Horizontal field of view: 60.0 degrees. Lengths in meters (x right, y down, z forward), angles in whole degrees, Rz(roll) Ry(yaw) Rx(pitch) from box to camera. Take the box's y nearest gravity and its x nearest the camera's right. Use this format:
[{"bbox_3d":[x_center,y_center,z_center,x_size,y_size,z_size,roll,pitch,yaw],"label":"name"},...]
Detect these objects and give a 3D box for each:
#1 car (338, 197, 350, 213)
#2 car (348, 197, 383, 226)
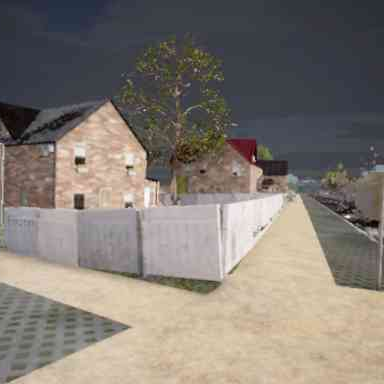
[{"bbox_3d":[14.488,1.186,30.334,2.033,1.411,5.357,3,1,18],"label":"car"},{"bbox_3d":[11.397,1.273,20.605,2.033,1.411,5.357,3,1,18],"label":"car"}]
